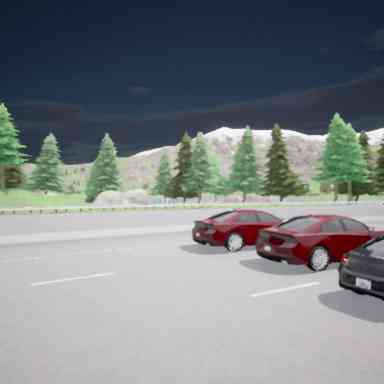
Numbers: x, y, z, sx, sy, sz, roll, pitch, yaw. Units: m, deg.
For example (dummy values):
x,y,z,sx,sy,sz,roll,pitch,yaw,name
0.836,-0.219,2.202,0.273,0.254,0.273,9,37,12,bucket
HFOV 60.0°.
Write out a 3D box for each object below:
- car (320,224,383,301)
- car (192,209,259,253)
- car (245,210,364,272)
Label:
x,y,z,sx,sy,sz,roll,pitch,yaw,name
5.186,1.481,7.049,4.674,1.442,1.812,0,0,-26,car
2.449,1.425,13.481,5.008,1.535,1.882,0,0,-25,car
4.377,1.426,10.528,5.008,1.535,1.882,-1,0,-26,car
